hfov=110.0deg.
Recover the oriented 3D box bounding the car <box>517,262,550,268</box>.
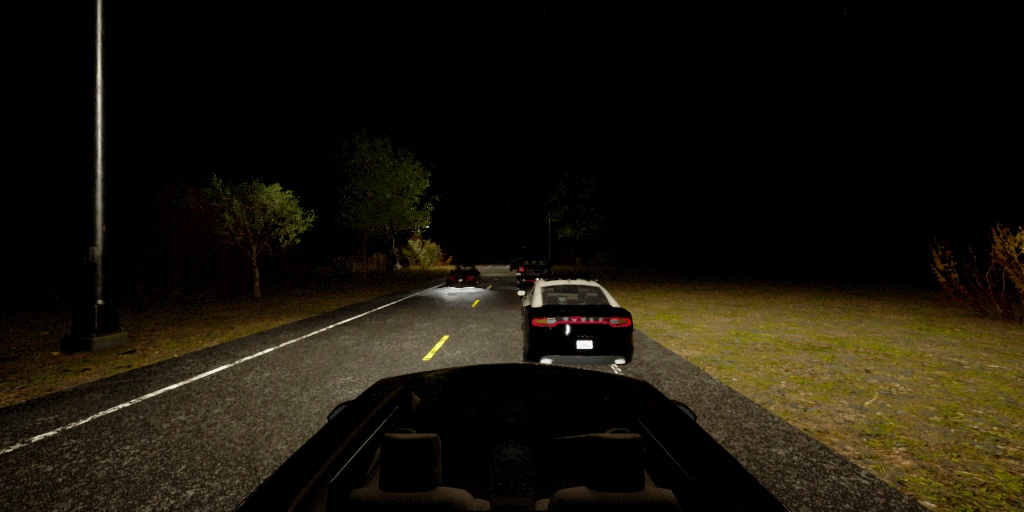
[{"bbox_3d":[1.305,1.250,18.039,1.837,1.490,4.892,0,0,1],"label":"car"}]

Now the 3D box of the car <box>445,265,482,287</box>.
[{"bbox_3d":[-3.161,1.303,24.102,1.994,1.385,4.181,0,0,1],"label":"car"}]

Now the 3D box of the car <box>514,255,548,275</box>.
[{"bbox_3d":[1.389,0.964,24.069,2.150,2.045,5.566,0,0,1],"label":"car"}]

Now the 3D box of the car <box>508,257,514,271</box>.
[{"bbox_3d":[0.700,1.234,46.572,1.812,1.442,4.674,0,0,1],"label":"car"}]

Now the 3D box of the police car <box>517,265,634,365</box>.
[{"bbox_3d":[1.164,1.174,8.151,1.930,1.638,5.238,0,0,1],"label":"police car"}]
